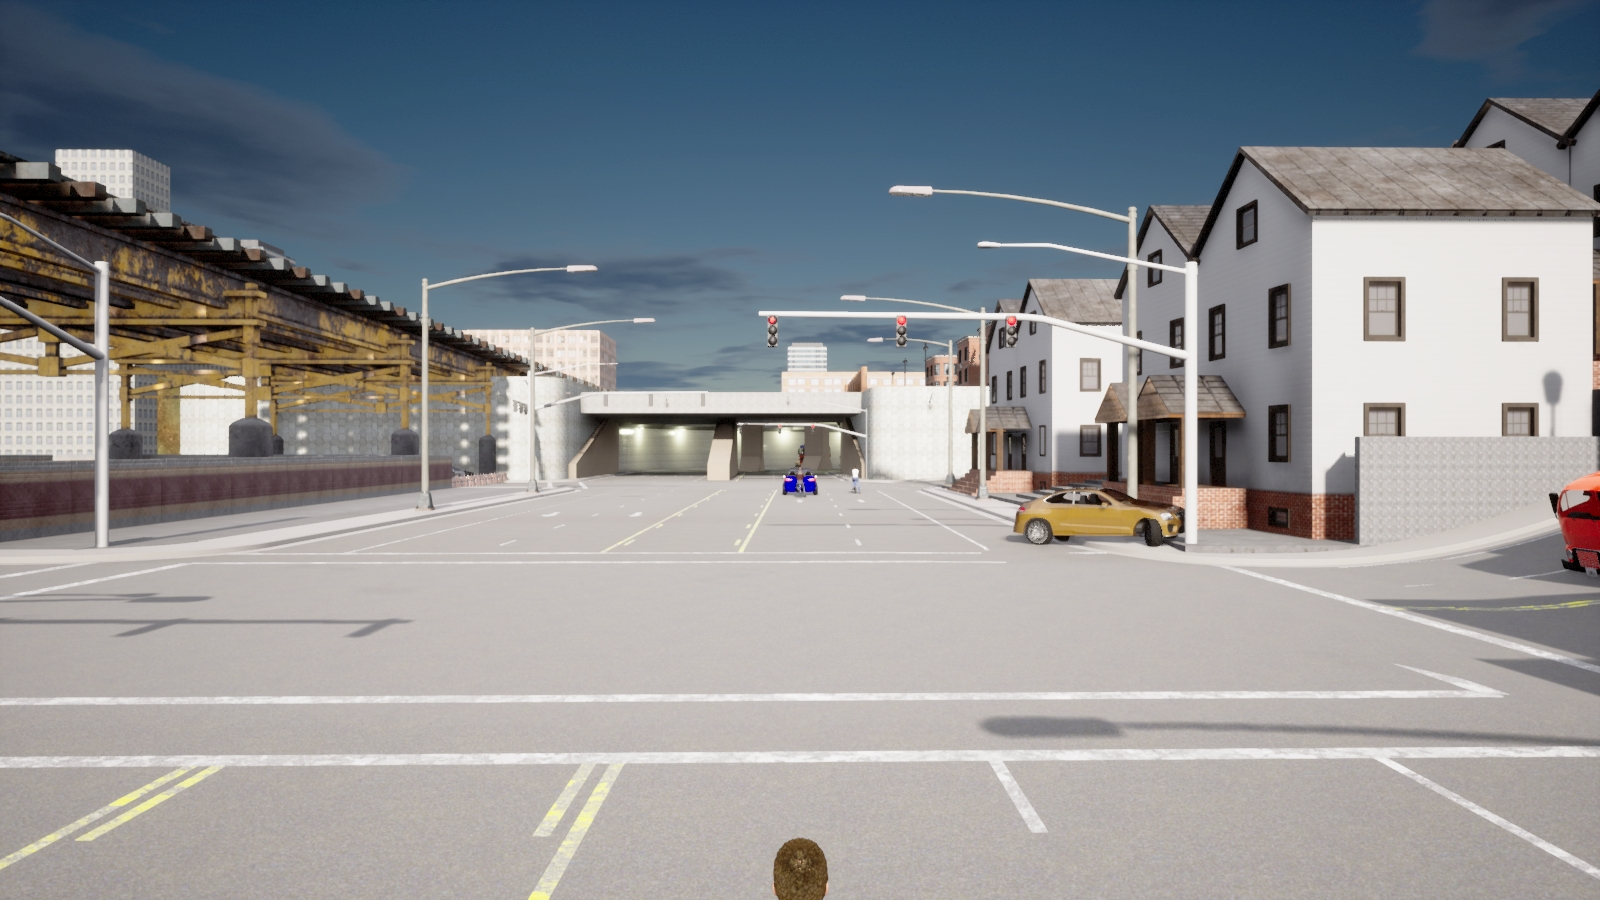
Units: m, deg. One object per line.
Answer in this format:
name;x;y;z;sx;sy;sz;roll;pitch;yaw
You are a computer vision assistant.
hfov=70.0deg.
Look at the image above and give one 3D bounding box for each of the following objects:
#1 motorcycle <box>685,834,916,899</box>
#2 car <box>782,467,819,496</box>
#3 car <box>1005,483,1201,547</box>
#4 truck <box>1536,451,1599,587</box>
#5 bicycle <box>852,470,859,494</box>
motorcycle;0.002;2.172;3.626;0.803;1.224;2.033;0;0;0
car;0.007;1.942;71.643;2.242;1.667;4.611;0;0;0
car;8.815;1.904;33.460;5.027;1.651;2.152;-3;0;36
truck;18.366;0.881;22.796;5.204;2.467;2.627;-16;0;-1
bicycle;3.507;2.018;72.556;0.373;1.521;1.643;0;0;0
